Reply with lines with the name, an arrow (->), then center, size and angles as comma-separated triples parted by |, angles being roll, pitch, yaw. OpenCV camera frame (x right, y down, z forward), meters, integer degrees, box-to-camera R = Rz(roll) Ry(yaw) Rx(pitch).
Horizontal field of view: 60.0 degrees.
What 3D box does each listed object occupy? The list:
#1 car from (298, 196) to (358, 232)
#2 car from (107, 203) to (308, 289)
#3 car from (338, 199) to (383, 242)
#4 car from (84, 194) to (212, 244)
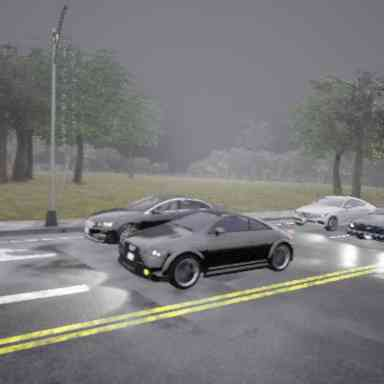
car -> 6.846, 0.921, 15.673 | 4.674, 1.442, 1.812 | 0, 4, -32
car -> 0.443, 1.133, 7.831 | 4.181, 1.385, 1.994 | 0, 4, -32
car -> 8.271, 1.160, 12.737 | 5.357, 1.411, 2.033 | 0, 4, -32
car -> -0.918, 0.844, 10.812 | 4.902, 1.511, 2.128 | 0, 4, -32
